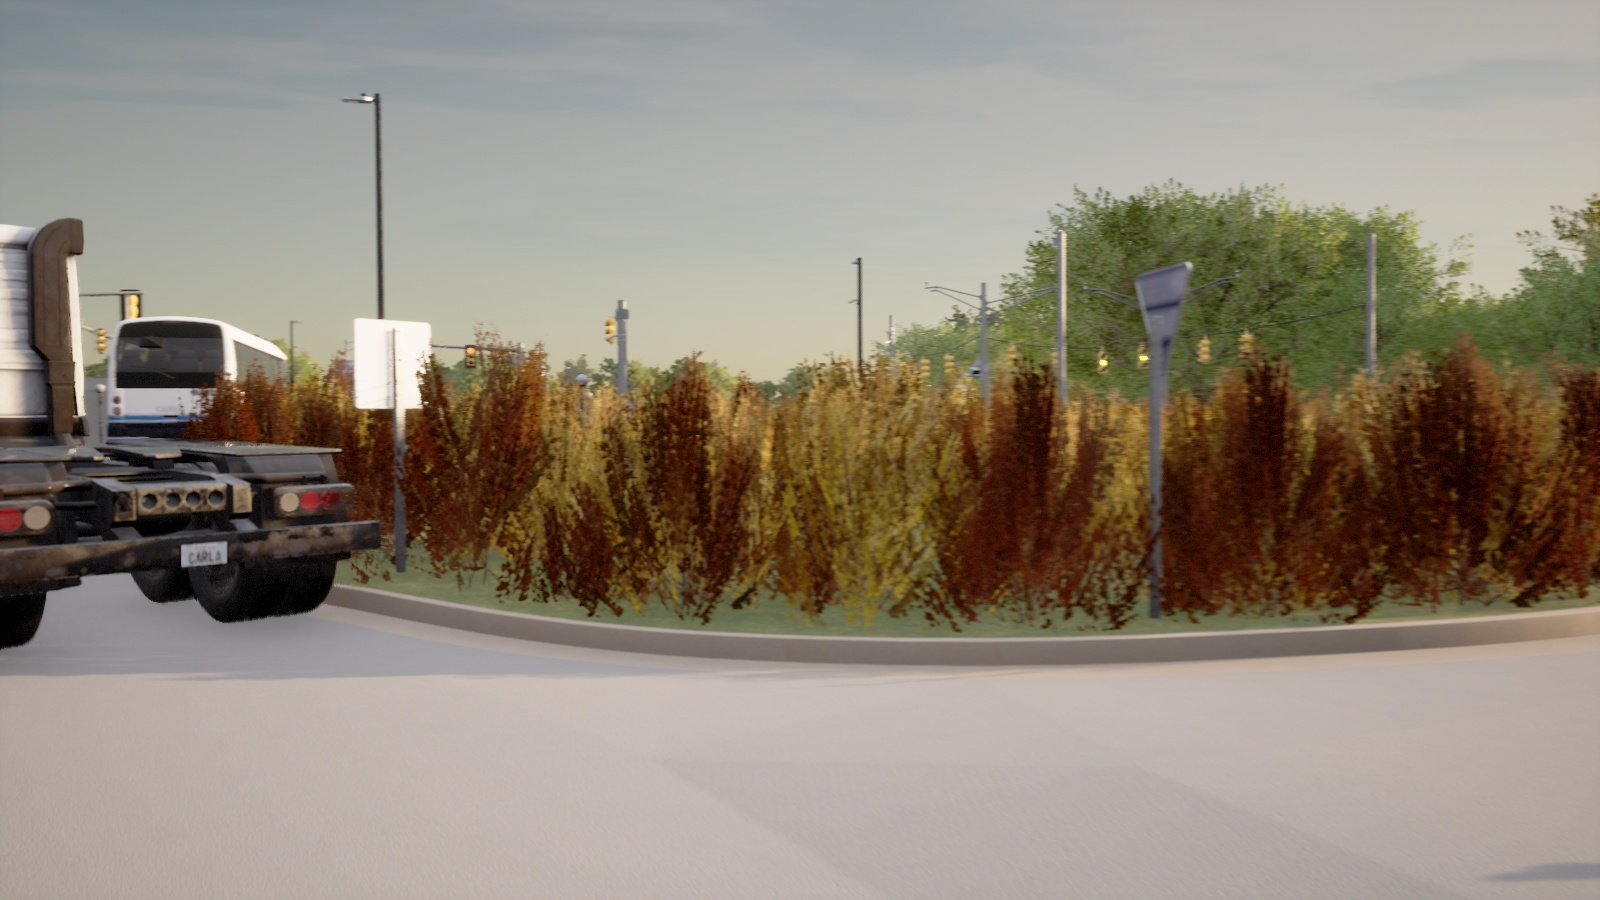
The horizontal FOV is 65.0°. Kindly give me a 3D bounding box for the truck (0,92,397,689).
[{"bbox_3d":[-6.919,-0.519,10.726,7.936,3.462,2.891,3,3,41],"label":"truck"}]

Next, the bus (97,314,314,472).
[{"bbox_3d":[-18.115,-1.534,39.255,3.944,4.253,10.273,0,0,-13],"label":"bus"}]
